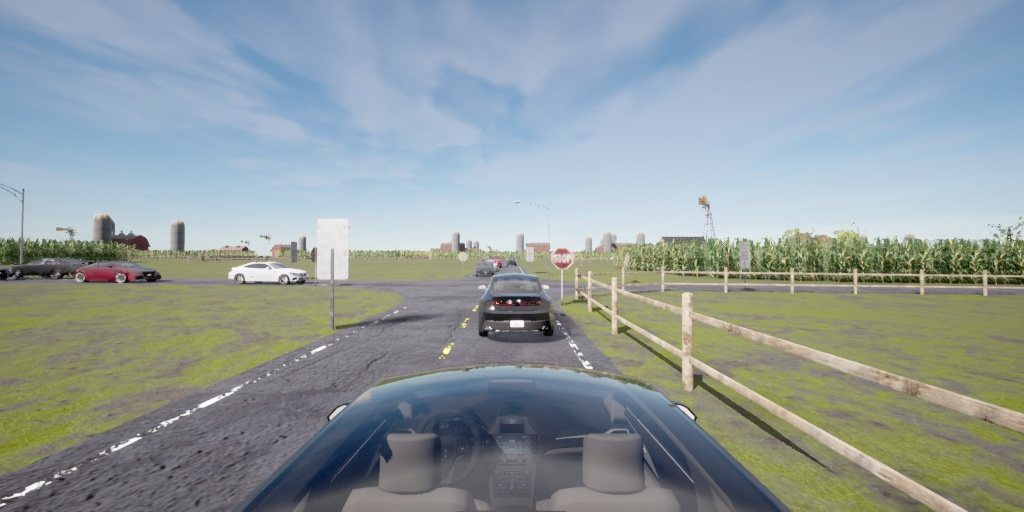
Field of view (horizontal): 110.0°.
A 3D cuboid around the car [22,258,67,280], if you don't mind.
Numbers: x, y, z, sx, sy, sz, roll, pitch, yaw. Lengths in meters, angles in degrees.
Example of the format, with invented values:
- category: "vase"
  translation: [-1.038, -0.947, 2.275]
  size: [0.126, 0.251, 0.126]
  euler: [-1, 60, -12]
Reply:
- category: "car"
  translation: [-33.688, 0.916, 26.298]
  size: [4.902, 1.511, 2.128]
  euler: [1, -1, 0]

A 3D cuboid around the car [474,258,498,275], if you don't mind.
- category: "car"
  translation: [-2.556, 1.247, 34.461]
  size: [1.837, 1.490, 4.892]
  euler: [0, 0, -5]

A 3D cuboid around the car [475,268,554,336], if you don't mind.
- category: "car"
  translation: [0.066, 1.256, 10.355]
  size: [1.837, 1.490, 4.892]
  euler: [0, 0, -1]

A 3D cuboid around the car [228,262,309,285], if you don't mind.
- category: "car"
  translation: [-15.725, 1.095, 23.263]
  size: [4.674, 1.442, 1.812]
  euler: [1, -1, 2]

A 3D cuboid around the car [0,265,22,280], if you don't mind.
- category: "car"
  translation: [-35.787, 0.866, 23.360]
  size: [4.892, 1.490, 1.837]
  euler: [1, -1, 0]

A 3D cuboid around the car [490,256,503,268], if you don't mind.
- category: "car"
  translation: [-2.859, 0.943, 59.929]
  size: [2.150, 2.045, 5.566]
  euler: [0, 0, 0]

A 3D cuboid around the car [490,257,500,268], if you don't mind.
- category: "car"
  translation: [-2.879, 1.260, 46.078]
  size: [1.812, 1.442, 4.674]
  euler: [0, 0, 0]

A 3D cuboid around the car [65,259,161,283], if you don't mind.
- category: "car"
  translation: [-25.574, 1.030, 23.331]
  size: [4.181, 1.385, 1.994]
  euler: [1, -1, 1]
